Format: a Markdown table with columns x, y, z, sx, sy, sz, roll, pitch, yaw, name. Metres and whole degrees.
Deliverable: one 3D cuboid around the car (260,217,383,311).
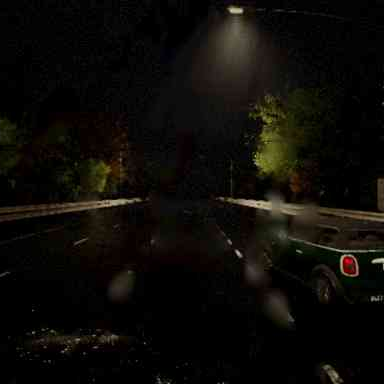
| x | y | z | sx | sy | sz | roll | pitch | yaw | name |
| --- | --- | --- | --- | --- | --- | --- | --- | --- | --- |
| 3.303 | 1.389 | 8.161 | 2.097 | 1.767 | 4.553 | -1 | 0 | -9 | car |
